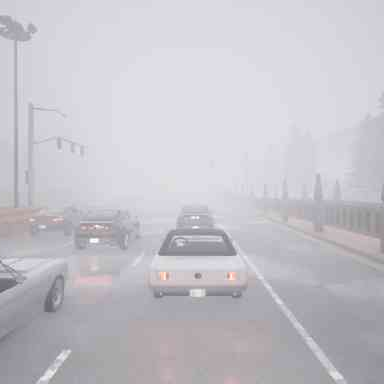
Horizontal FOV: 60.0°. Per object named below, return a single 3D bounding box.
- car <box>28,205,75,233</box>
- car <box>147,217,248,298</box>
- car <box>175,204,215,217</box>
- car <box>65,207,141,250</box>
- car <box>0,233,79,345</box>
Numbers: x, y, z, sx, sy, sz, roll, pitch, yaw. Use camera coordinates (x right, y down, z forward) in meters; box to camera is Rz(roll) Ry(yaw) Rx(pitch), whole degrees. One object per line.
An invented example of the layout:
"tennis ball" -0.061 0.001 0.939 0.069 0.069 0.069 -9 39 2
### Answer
"car" -6.858 1.408 17.487 1.812 1.442 4.674 0 0 -1
"car" 0.123 1.550 8.326 1.895 1.301 4.718 0 0 0
"car" 0.171 1.386 17.586 1.837 1.490 4.892 0 0 0
"car" -3.349 1.413 13.861 1.837 1.490 4.892 0 0 0
"car" -3.389 1.577 4.634 1.895 1.301 4.718 0 0 0
